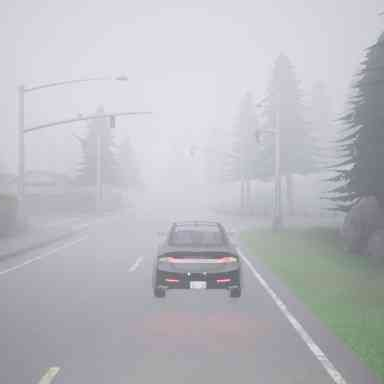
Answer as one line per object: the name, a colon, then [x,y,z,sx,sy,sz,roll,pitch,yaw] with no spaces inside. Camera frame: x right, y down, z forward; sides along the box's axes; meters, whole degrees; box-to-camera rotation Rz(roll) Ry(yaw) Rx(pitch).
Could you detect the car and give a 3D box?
car: [0.118,1.491,8.517,2.128,1.511,4.902,0,0,0]
